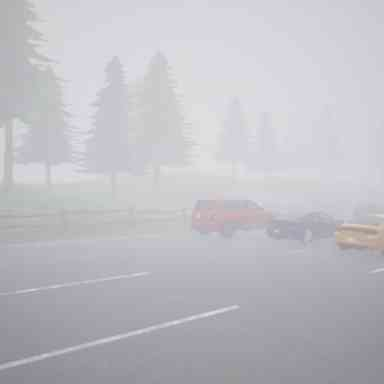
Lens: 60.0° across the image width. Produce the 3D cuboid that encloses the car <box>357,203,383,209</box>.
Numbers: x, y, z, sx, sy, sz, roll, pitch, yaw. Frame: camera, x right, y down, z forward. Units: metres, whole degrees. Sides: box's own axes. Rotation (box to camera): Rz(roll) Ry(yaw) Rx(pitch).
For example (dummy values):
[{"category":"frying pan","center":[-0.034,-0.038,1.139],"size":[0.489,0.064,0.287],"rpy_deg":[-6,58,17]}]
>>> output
[{"category":"car","center":[15.405,1.675,27.733],"size":[4.553,1.767,2.097],"rpy_deg":[1,-1,-35]}]

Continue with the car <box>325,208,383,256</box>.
[{"category":"car","center":[7.935,1.640,13.798],"size":[5.008,1.535,1.882],"rpy_deg":[0,0,-35]}]

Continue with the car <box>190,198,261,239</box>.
[{"category":"car","center":[2.505,1.369,18.540],"size":[5.566,2.045,2.150],"rpy_deg":[0,0,-35]}]

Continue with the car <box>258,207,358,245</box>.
[{"category":"car","center":[5.895,1.640,16.641],"size":[5.008,1.535,1.882],"rpy_deg":[0,0,-35]}]
